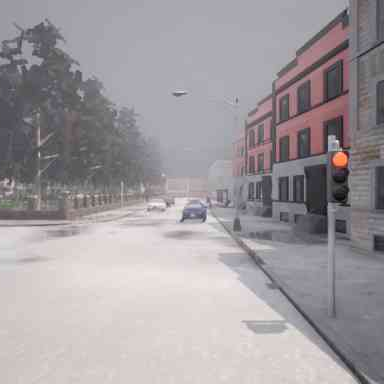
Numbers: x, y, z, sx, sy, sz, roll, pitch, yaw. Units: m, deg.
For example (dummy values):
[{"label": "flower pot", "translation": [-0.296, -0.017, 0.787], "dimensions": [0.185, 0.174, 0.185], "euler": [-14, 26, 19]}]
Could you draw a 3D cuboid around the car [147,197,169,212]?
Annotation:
[{"label": "car", "translation": [-4.055, 1.526, 38.931], "dimensions": [1.812, 1.442, 4.674], "euler": [0, 0, 0]}]

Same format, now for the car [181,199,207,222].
[{"label": "car", "translation": [0.176, 1.526, 26.149], "dimensions": [1.812, 1.442, 4.674], "euler": [0, 0, 3]}]

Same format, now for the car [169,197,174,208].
[{"label": "car", "translation": [-4.056, 1.601, 49.026], "dimensions": [1.895, 1.301, 4.718], "euler": [0, 0, 0]}]
